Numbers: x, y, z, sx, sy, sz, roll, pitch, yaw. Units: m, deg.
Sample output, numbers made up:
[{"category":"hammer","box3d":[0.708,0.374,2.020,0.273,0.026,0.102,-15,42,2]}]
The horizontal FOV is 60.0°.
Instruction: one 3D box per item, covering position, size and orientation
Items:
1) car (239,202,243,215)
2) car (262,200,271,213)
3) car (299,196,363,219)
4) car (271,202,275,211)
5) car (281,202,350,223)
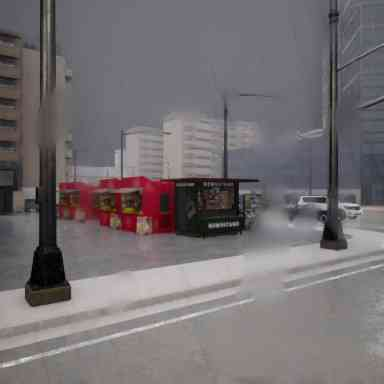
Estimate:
[{"category":"car","box3d":[3.965,1.769,34.484,2.033,1.411,5.357,0,-1,-37]},{"category":"car","box3d":[5.953,1.789,37.708,2.033,1.411,5.357,0,-1,-36]},{"category":"car","box3d":[11.977,1.339,29.419,2.150,2.045,5.566,0,-1,-36]},{"category":"car","box3d":[9.131,1.812,45.585,1.837,1.490,4.892,0,-1,-36]},{"category":"car","box3d":[9.649,1.707,26.689,1.895,1.301,4.718,0,-1,-37]}]
